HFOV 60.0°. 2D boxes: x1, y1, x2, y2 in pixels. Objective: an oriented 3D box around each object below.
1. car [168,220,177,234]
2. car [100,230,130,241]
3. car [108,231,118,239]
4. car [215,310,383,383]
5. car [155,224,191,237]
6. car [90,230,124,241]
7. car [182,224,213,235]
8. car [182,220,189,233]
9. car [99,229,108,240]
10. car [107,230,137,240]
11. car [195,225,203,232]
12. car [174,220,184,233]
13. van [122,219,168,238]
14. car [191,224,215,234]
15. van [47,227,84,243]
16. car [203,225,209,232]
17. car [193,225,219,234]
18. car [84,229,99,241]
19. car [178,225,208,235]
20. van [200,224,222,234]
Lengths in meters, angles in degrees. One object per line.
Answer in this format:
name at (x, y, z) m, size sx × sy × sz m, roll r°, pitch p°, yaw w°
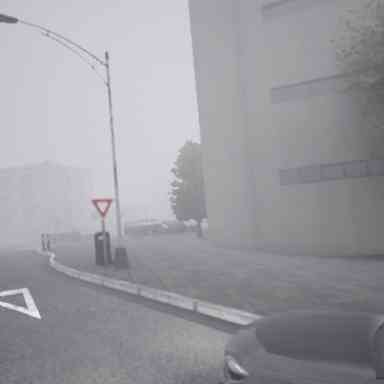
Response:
car at (-4.863, 4.717, 40.759) m, size 4.792 × 1.488 × 2.163 m, roll -6°, pitch -7°, yaw 14°
car at (-13.217, 7.450, 57.066) m, size 4.674 × 1.452 × 2.002 m, roll -6°, pitch -8°, yaw 14°
car at (-14.839, 6.823, 51.759) m, size 5.366 × 1.575 × 1.946 m, roll -6°, pitch -8°, yaw 14°
car at (2.384, 1.537, 2.261) m, size 4.674 × 1.442 × 1.812 m, roll 1°, pitch 0°, yaw 36°
car at (-2.769, 5.602, 48.804) m, size 4.792 × 1.488 × 2.163 m, roll -6°, pitch -8°, yaw 14°
car at (-13.912, 7.136, 54.383) m, size 4.792 × 1.488 × 2.163 m, roll -6°, pitch -8°, yaw 14°
car at (1.033, 7.058, 62.168) m, size 5.366 × 1.575 × 1.946 m, roll -6°, pitch -8°, yaw 14°
car at (-3.507, 5.022, 46.158) m, size 5.566 × 2.045 × 2.435 m, roll -6°, pitch -8°, yaw 14°
car at (-15.391, 6.365, 48.919) m, size 4.553 × 1.767 × 2.185 m, roll -6°, pitch -8°, yaw 14°
car at (-12.531, 7.738, 59.627) m, size 4.674 × 1.452 × 2.002 m, roll -6°, pitch -8°, yaw 14°
car at (-1.274, 6.200, 54.154) m, size 4.792 × 1.488 × 2.163 m, roll -6°, pitch -8°, yaw 14°
car at (-4.167, 4.976, 43.492) m, size 5.008 × 1.535 × 2.097 m, roll -6°, pitch -8°, yaw 14°
van at (-5.513, 4.196, 38.087) m, size 4.442 × 1.987 × 1.878 m, roll -6°, pitch -7°, yaw 14°
car at (2.254, 7.563, 67.604) m, size 4.553 × 1.767 × 2.185 m, roll -6°, pitch -8°, yaw 14°
van at (-16.972, 5.706, 43.620) m, size 4.442 × 1.987 × 1.878 m, roll -6°, pitch -7°, yaw 14°
car at (-0.406, 6.454, 56.803) m, size 5.366 × 1.575 × 1.946 m, roll -6°, pitch -8°, yaw 14°
car at (3.007, 7.987, 70.262) m, size 4.892 × 1.521 × 2.231 m, roll -6°, pitch -8°, yaw 14°
car at (-16.135, 6.196, 46.233) m, size 5.008 × 1.535 × 2.097 m, roll -6°, pitch -7°, yaw 14°
car at (0.165, 6.804, 59.520) m, size 4.792 × 1.488 × 2.163 m, roll -6°, pitch -8°, yaw 14°
van at (4.323, 8.378, 75.684) m, size 4.442 × 1.987 × 1.878 m, roll -6°, pitch -8°, yaw 14°
